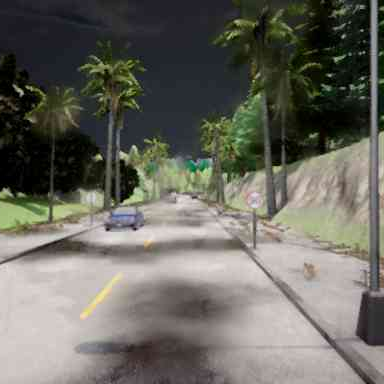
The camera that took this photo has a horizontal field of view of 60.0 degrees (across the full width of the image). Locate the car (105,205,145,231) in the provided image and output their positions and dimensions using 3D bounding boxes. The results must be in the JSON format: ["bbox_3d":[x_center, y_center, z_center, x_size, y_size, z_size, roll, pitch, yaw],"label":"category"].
[{"bbox_3d":[-4.114,1.593,21.026,1.812,1.442,4.674,0,0,0],"label":"car"}]

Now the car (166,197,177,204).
[{"bbox_3d":[-4.058,1.781,66.715,1.994,1.385,4.181,0,0,0],"label":"car"}]
